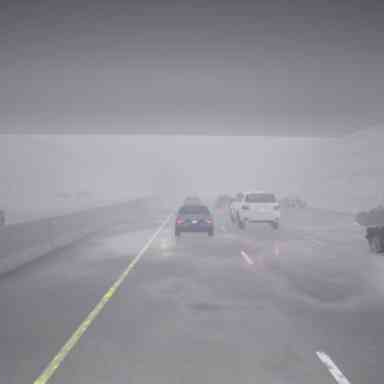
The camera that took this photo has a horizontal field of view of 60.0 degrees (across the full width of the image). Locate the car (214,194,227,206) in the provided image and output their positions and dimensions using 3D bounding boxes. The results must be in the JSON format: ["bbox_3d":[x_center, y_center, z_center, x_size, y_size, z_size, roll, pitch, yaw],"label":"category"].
[{"bbox_3d":[3.593,1.027,37.367,1.837,1.490,4.892,0,0,0],"label":"car"}]

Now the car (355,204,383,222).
[{"bbox_3d":[10.604,1.326,17.278,2.033,1.411,5.357,0,1,0],"label":"car"}]

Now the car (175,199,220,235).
[{"bbox_3d":[0.104,1.329,17.047,2.033,1.411,5.357,0,1,0],"label":"car"}]

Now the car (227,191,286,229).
[{"bbox_3d":[3.604,0.968,19.771,2.150,2.045,5.566,0,1,0],"label":"car"}]

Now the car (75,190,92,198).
[{"bbox_3d":[-17.522,0.427,53.938,1.837,1.490,4.892,0,1,0],"label":"car"}]

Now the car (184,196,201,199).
[{"bbox_3d":[0.092,1.080,37.871,1.994,1.385,4.181,0,1,0],"label":"car"}]

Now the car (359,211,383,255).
[{"bbox_3d":[7.103,1.475,9.724,1.895,1.301,4.718,0,1,0],"label":"car"}]

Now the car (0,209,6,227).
[{"bbox_3d":[-10.596,1.295,15.317,2.128,1.511,4.902,0,1,0],"label":"car"}]

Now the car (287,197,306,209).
[{"bbox_3d":[10.594,1.144,35.808,1.895,1.301,4.718,0,1,0],"label":"car"}]
